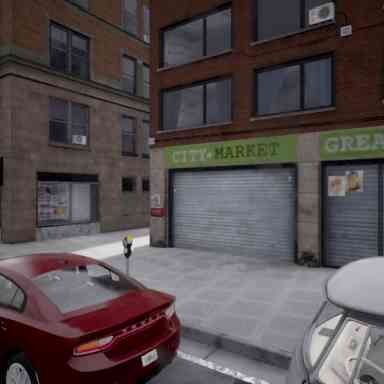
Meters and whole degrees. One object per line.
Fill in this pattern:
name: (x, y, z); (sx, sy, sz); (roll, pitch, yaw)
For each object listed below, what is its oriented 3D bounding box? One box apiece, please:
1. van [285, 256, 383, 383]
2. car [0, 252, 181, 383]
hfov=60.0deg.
van: (2.366, 1.341, 1.389); (3.998, 1.788, 1.690); (0, 0, 35)
car: (-2.243, 1.544, 4.675); (4.507, 1.381, 1.887); (0, 0, 35)
